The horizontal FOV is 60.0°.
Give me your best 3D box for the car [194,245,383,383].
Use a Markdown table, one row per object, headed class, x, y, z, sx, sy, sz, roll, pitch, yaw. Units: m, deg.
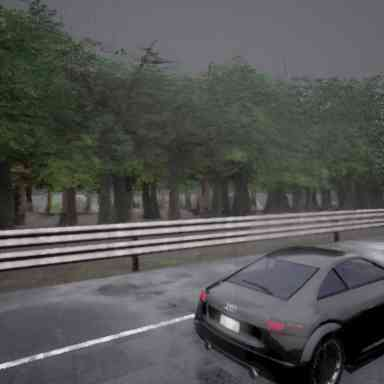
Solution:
| class | x | y | z | sx | sy | sz | roll | pitch | yaw |
| --- | --- | --- | --- | --- | --- | --- | --- | --- | --- |
| car | 2.098 | 1.564 | 5.208 | 4.181 | 1.385 | 1.994 | 0 | 0 | -35 |
